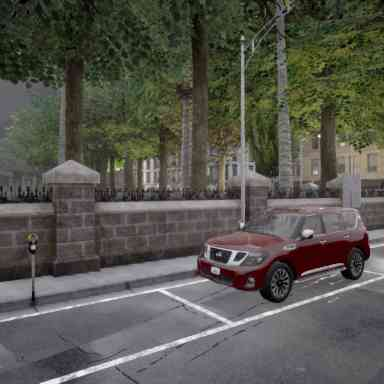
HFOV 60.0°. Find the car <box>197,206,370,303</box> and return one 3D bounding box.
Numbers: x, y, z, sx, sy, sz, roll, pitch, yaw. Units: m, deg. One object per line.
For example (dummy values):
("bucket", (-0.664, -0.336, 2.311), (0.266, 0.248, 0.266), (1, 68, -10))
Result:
("car", (2.523, 1.314, 8.391), (5.009, 1.841, 2.192), (0, 0, -36))
